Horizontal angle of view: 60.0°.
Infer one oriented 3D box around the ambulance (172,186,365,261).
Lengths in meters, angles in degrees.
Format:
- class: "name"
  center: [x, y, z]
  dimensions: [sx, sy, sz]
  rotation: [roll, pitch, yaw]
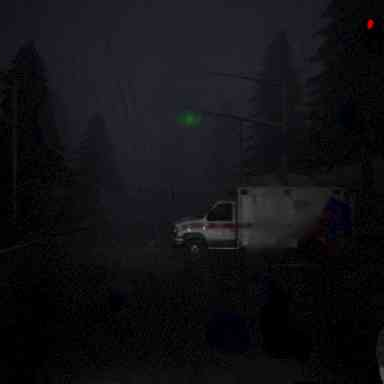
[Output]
- class: "ambulance"
  center: [2.482, 1.035, 11.882]
  dimensions: [6.366, 2.431, 2.351]
  rotation: [0, 0, 0]
